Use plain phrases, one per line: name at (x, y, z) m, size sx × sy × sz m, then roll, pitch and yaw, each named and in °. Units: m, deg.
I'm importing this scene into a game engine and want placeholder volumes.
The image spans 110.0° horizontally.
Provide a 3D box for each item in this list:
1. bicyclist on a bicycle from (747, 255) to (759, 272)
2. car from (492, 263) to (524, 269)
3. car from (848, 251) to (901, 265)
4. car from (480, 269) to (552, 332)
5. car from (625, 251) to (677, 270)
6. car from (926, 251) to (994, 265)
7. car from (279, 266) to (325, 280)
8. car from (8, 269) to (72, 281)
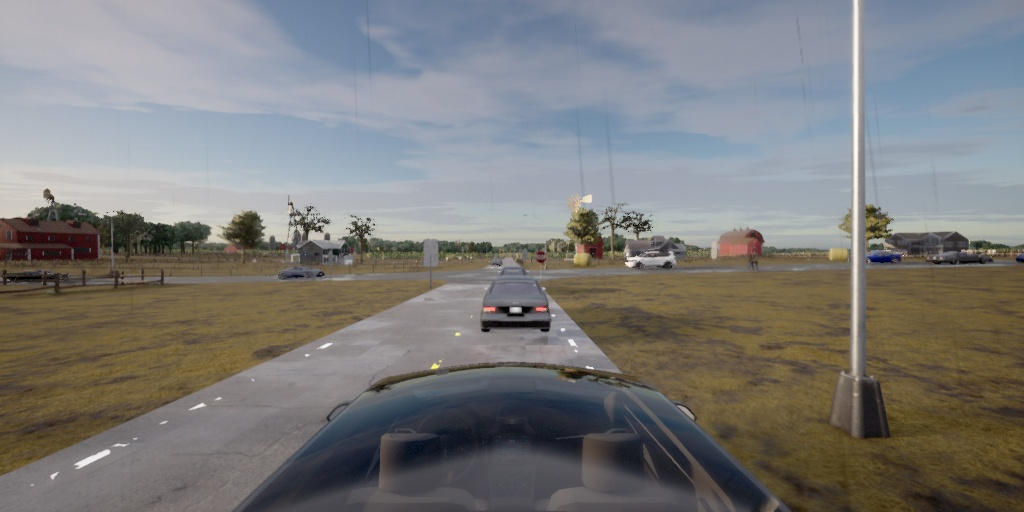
bicyclist on a bicycle at (22.858, 0.740, 34.082) m, size 0.582 × 1.620 × 1.656 m, roll -1°, pitch 0°, yaw 0°
car at (0.087, 1.305, 20.413) m, size 1.994 × 1.385 × 4.181 m, roll 0°, pitch 0°, yaw 1°
car at (42.086, 0.187, 41.672) m, size 5.008 × 1.535 × 1.882 m, roll -1°, pitch 1°, yaw 0°
car at (0.091, 1.292, 10.776) m, size 2.033 × 1.411 × 5.357 m, roll 0°, pitch 0°, yaw 0°
car at (16.131, 0.525, 41.662) m, size 5.566 × 2.045 × 2.150 m, roll -1°, pitch 1°, yaw 0°
car at (47.382, 0.219, 38.051) m, size 5.357 × 1.411 × 2.033 m, roll -1°, pitch 1°, yaw 0°
car at (-22.220, 1.757, 37.931) m, size 4.181 × 1.385 × 1.994 m, roll -1°, pitch 1°, yaw 0°
car at (-49.826, 2.087, 37.948) m, size 4.718 × 1.301 × 1.895 m, roll 0°, pitch 1°, yaw 0°
